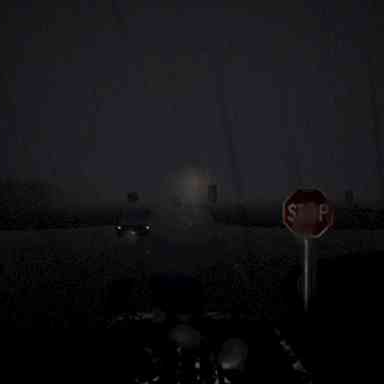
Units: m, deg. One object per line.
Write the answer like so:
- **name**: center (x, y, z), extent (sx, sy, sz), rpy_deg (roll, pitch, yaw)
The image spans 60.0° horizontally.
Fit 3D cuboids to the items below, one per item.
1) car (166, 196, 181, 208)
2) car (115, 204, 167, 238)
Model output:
- **car**: center (-2.770, 1.467, 50.296), extent (2.097, 1.767, 4.553), rpy_deg (0, 0, 0)
- **car**: center (-2.762, 1.608, 18.244), extent (2.033, 1.411, 5.357), rpy_deg (0, 0, 0)
